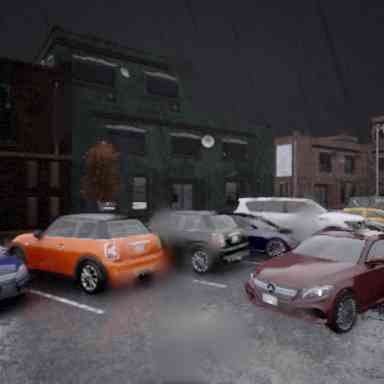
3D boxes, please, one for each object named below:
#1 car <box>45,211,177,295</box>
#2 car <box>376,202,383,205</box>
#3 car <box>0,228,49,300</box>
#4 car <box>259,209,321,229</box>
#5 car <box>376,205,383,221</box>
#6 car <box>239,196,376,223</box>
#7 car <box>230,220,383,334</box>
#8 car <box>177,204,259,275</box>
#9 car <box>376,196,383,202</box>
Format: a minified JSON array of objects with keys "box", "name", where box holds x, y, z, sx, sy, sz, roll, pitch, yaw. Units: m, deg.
[{"box":[-2.958,1.362,8.944,4.553,1.767,2.185,-1,-1,35],"name":"car"},{"box":[9.443,1.505,17.514,5.366,1.575,1.946,-1,-1,35],"name":"car"},{"box":[-5.435,1.526,7.234,4.674,1.452,2.002,-1,-1,35],"name":"car"},{"box":[1.953,1.524,12.416,4.792,1.488,2.163,-1,-1,35],"name":"car"},{"box":[6.860,1.534,15.871,4.792,1.488,2.163,-1,-1,35],"name":"car"},{"box":[4.404,1.247,14.147,5.566,2.045,2.435,-1,-1,35],"name":"car"},{"box":[3.198,1.532,6.894,4.674,1.442,1.812,0,0,-35],"name":"car"},{"box":[-0.506,1.365,10.674,4.553,1.767,2.185,-1,-1,35],"name":"car"},{"box":[11.766,1.266,19.353,5.566,2.045,2.435,-1,-1,35],"name":"car"}]
